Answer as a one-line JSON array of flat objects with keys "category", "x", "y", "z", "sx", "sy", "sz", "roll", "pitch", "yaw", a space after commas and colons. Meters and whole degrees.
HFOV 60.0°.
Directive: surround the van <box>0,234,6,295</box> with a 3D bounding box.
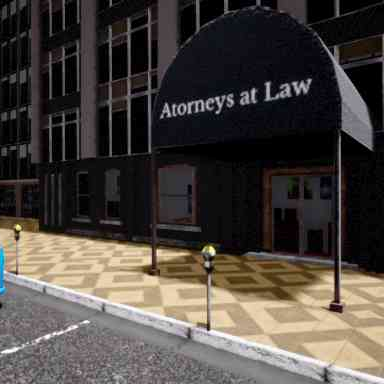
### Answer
[{"category": "van", "x": -5.467, "y": 1.341, "z": 6.796, "sx": 3.998, "sy": 1.788, "sz": 1.690, "roll": 0, "pitch": 0, "yaw": 36}]
